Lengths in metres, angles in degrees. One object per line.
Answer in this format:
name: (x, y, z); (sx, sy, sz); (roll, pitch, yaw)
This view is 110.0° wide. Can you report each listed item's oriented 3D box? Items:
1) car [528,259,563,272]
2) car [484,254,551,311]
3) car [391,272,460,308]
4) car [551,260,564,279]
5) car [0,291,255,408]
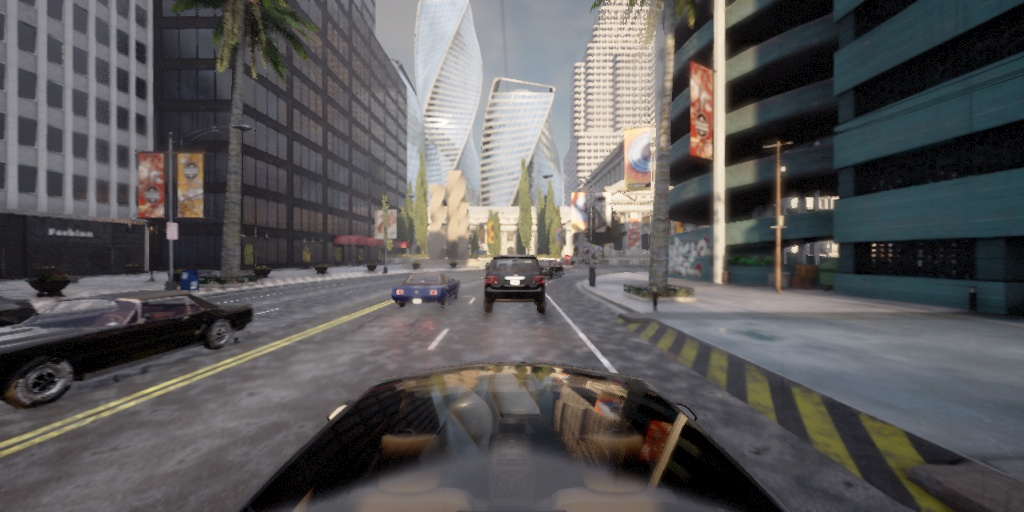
car: (4.408, 1.160, 46.729); (1.882, 1.535, 5.008); (0, 0, 45)
car: (0.112, 0.952, 14.373); (2.150, 2.045, 5.566); (0, 0, 0)
car: (-3.387, 1.331, 15.095); (1.895, 1.301, 4.718); (0, 0, 0)
car: (3.300, 1.195, 32.476); (2.128, 1.511, 4.902); (0, 0, 23)
car: (-7.091, 1.344, 6.305); (1.895, 1.301, 4.718); (0, 0, 0)
